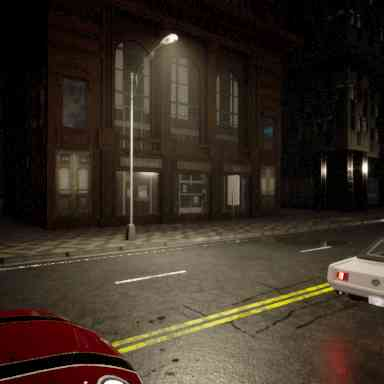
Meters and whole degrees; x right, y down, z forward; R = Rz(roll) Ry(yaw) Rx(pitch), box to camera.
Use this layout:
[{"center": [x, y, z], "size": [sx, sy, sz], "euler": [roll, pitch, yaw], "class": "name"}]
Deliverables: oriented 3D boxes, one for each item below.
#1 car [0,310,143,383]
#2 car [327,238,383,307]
[{"center": [-2.424, 1.352, 1.710], "size": [4.553, 1.767, 2.097], "euler": [0, 0, -36], "class": "car"}, {"center": [5.010, 1.597, 7.014], "size": [4.718, 1.301, 1.895], "euler": [0, 0, -35], "class": "car"}]
